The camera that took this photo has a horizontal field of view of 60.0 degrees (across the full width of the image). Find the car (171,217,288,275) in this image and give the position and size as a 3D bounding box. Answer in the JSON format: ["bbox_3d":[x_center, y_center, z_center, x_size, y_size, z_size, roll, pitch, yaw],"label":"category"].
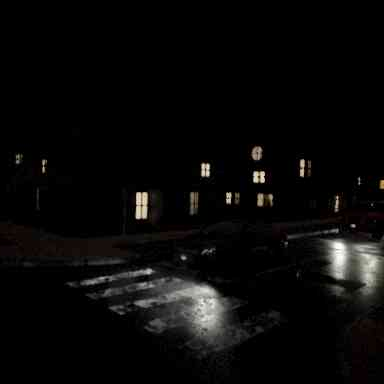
[{"bbox_3d":[1.424,1.592,10.921,4.674,1.442,1.812,1,1,-45],"label":"car"}]

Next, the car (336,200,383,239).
[{"bbox_3d":[10.705,1.527,19.825,5.566,2.045,2.150,2,1,-43],"label":"car"}]
